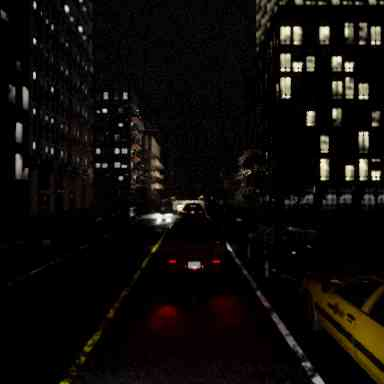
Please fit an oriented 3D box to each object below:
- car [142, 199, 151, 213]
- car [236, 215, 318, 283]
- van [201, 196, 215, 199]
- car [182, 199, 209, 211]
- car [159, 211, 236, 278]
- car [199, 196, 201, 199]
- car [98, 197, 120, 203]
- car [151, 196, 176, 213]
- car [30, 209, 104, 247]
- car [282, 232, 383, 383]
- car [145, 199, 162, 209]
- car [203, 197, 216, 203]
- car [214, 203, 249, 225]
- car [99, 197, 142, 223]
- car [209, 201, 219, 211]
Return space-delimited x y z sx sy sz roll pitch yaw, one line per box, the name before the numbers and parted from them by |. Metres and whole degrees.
car | -5.689 1.634 37.984 1.887 1.381 4.507 0 0 0
car | 2.662 1.570 9.513 2.008 1.369 4.403 0 0 0
van | 2.658 1.464 49.337 1.690 1.788 3.998 0 0 0
car | 0.084 1.610 27.926 2.033 1.411 5.357 0 0 0
car | 0.070 1.546 10.116 1.812 1.442 4.674 0 0 0
car | 2.687 1.807 94.293 1.752 1.417 4.829 0 0 0
car | -17.470 1.712 70.146 4.206 1.307 1.802 0 -1 0
car | -3.098 1.582 38.161 2.128 1.511 4.902 0 0 0
car | -5.687 1.598 15.227 1.947 1.339 4.313 0 0 0
car | 2.668 1.534 3.994 1.752 1.417 4.829 0 0 0
car | -5.690 1.688 49.361 1.947 1.339 4.313 0 0 0
car | 2.658 1.688 43.647 1.802 1.307 4.206 0 0 0
car | 2.660 1.611 20.891 1.947 1.339 4.313 0 0 0
car | -5.687 1.374 26.606 2.192 1.841 5.009 0 0 0
car | 2.659 1.625 26.580 1.947 1.339 4.313 0 0 0
